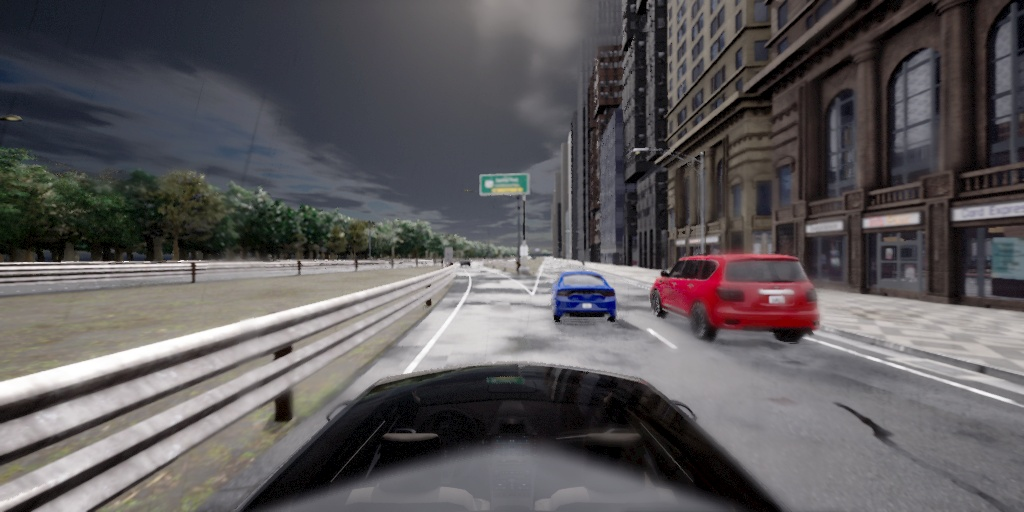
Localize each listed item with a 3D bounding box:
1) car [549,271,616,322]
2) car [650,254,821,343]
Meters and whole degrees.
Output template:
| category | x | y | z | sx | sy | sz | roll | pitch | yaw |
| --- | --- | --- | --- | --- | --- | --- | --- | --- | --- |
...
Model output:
| category | x | y | z | sx | sy | sz | roll | pitch | yaw |
| --- | --- | --- | --- | --- | --- | --- | --- | --- | --- |
| car | 2.352 | 1.264 | 12.619 | 1.882 | 1.535 | 5.008 | 0 | 0 | 5 |
| car | 5.614 | 0.984 | 9.930 | 2.150 | 2.045 | 5.566 | 0 | 0 | 5 |
